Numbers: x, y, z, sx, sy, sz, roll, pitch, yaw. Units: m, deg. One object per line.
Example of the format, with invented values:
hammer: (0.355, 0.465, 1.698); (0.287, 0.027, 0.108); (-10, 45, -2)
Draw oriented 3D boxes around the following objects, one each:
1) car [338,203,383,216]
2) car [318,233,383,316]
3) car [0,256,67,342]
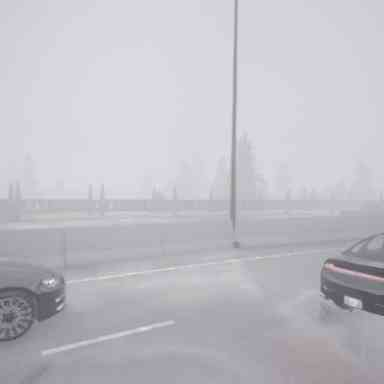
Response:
car: (15.659, 1.744, 30.634); (4.181, 1.385, 1.994); (1, 0, -18)
car: (4.602, 1.525, 6.431); (4.902, 1.511, 2.128); (1, 0, -31)
car: (-4.407, 1.448, 4.764); (4.902, 1.511, 2.128); (1, 0, -36)
